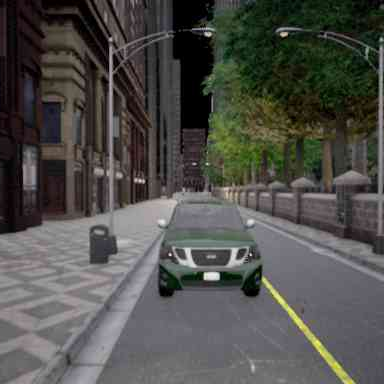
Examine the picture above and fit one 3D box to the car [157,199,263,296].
[{"bbox_3d":[0.348,1.244,9.039,2.150,2.045,5.566,0,0,-1],"label":"car"}]
